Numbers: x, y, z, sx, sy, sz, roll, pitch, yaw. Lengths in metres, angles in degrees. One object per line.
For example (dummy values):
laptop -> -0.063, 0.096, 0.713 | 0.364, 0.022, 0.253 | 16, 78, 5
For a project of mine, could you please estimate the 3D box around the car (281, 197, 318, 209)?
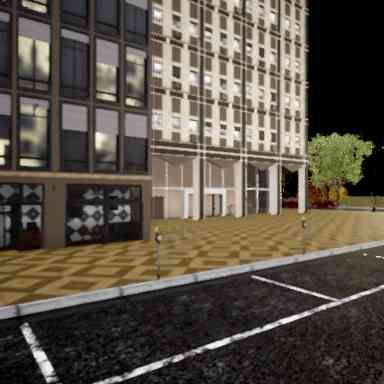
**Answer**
car -> 15.318, 1.659, 49.117 | 2.192, 1.841, 5.009 | -1, 0, -36

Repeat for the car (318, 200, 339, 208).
car -> 21.754, 1.953, 53.988 | 1.802, 1.307, 4.206 | -1, 0, -36
